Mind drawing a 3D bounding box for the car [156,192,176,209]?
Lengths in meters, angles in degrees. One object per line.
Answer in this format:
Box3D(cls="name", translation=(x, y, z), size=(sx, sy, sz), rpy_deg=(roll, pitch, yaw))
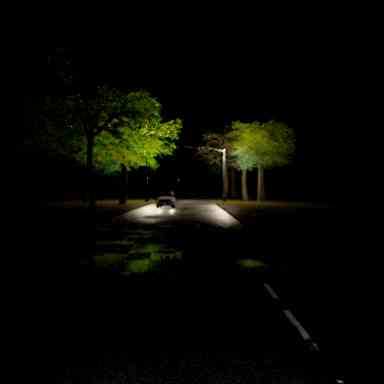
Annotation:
Box3D(cls="car", translation=(-3.255, 1.011, 42.819), size=(2.150, 2.045, 5.566), rpy_deg=(0, 0, 1))
